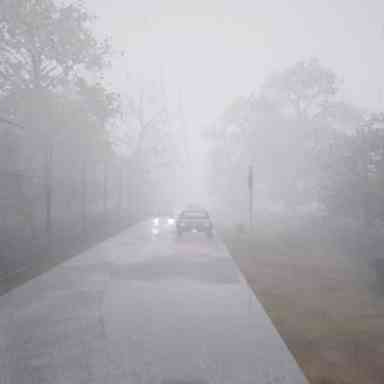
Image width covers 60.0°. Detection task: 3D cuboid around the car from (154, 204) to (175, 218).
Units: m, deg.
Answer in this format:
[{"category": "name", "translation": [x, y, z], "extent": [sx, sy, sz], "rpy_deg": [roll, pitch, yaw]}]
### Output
[{"category": "car", "translation": [-2.759, 1.865, 33.874], "extent": [1.895, 1.301, 4.718], "rpy_deg": [0, -1, 0]}]

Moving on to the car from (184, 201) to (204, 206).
[{"category": "car", "translation": [0.204, 1.808, 37.008], "extent": [1.837, 1.490, 4.892], "rpy_deg": [0, -1, 0]}]

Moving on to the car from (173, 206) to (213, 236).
[{"category": "car", "translation": [0.132, 1.694, 19.145], "extent": [1.895, 1.301, 4.718], "rpy_deg": [0, -1, 0]}]
